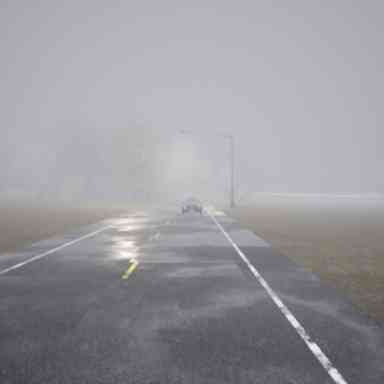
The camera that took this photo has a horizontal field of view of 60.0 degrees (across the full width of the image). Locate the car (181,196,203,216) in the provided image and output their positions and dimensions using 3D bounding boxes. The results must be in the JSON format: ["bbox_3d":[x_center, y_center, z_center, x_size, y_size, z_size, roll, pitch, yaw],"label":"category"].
[{"bbox_3d":[0.008,1.317,30.138,1.895,1.301,4.718,0,0,0],"label":"car"}]

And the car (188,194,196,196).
[{"bbox_3d":[0.016,1.156,60.717,2.128,1.511,4.902,0,0,0],"label":"car"}]
